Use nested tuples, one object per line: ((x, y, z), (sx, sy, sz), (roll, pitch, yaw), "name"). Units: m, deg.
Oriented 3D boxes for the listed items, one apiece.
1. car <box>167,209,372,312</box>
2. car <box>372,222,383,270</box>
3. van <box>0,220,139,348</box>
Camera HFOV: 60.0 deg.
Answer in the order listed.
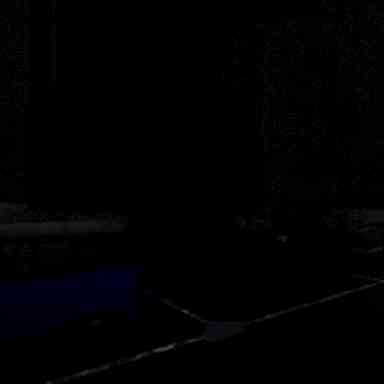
((1.882, 1.370, 7.991), (5.009, 1.841, 2.192), (1, 0, -36), "car")
((6.502, 1.690, 11.288), (4.206, 1.307, 1.802), (1, 0, -36), "car")
((-2.739, 1.345, 4.694), (3.998, 1.788, 1.690), (1, 0, -36), "van")
